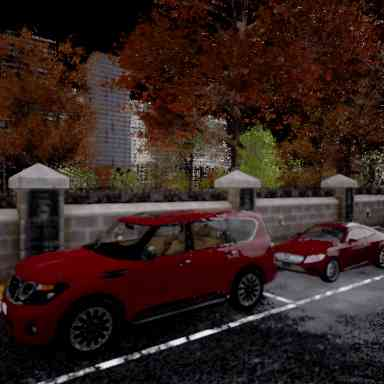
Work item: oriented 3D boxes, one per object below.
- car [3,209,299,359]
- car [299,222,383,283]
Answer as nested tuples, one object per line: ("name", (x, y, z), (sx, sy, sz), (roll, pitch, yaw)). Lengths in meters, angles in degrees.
("car", (-0.577, 1.297, 6.145), (5.009, 1.841, 2.192), (0, 0, -36))
("car", (4.048, 1.528, 9.448), (4.206, 1.307, 1.802), (0, 0, -36))
